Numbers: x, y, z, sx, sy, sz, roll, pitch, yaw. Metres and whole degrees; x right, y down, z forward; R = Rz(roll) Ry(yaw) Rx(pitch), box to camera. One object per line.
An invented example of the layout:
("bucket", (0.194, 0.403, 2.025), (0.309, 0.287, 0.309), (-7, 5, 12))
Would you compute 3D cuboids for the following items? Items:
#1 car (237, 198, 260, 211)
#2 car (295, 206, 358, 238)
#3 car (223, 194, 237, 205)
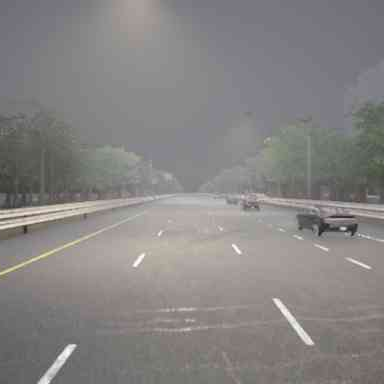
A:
("car", (7.078, 1.553, 41.026), (1.837, 1.490, 4.892), (0, 0, 0))
("car", (7.016, 1.493, 17.826), (2.128, 1.511, 4.902), (0, 0, 0))
("car", (7.133, 1.493, 59.778), (2.128, 1.511, 4.902), (0, 0, 0))
